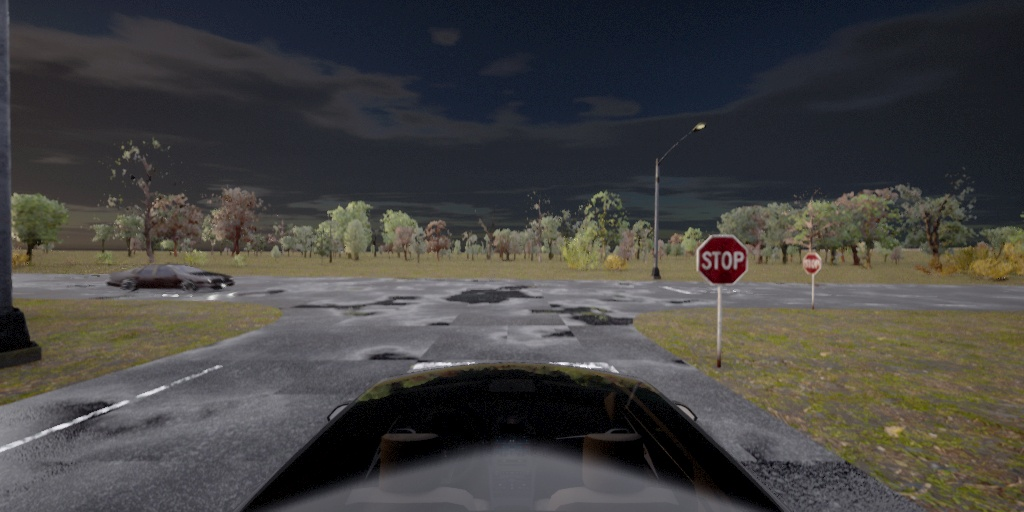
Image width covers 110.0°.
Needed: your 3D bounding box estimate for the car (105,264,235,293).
[{"bbox_3d":[-17.605,1.110,18.580,5.357,1.411,2.033,1,1,0],"label":"car"}]
